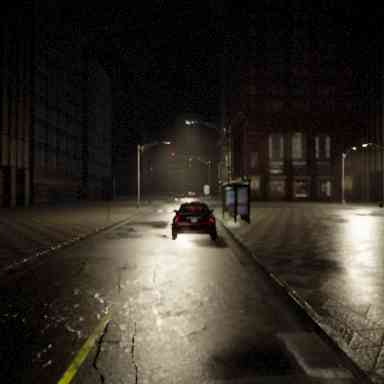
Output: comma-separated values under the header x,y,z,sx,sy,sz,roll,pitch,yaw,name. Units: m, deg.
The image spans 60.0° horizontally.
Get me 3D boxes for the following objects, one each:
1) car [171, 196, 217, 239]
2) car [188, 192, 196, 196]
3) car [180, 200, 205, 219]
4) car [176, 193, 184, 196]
x,y,z,sx,sy,sz,roll,pitch,yaw,name
0.092,1.289,17.094,2.097,1.767,4.553,0,0,0,car
-0.035,1.063,84.304,1.895,1.301,4.718,0,0,0,car
0.083,1.444,28.796,1.994,1.385,4.181,0,0,1,car
-3.034,0.994,83.666,1.882,1.535,5.008,0,0,0,car
